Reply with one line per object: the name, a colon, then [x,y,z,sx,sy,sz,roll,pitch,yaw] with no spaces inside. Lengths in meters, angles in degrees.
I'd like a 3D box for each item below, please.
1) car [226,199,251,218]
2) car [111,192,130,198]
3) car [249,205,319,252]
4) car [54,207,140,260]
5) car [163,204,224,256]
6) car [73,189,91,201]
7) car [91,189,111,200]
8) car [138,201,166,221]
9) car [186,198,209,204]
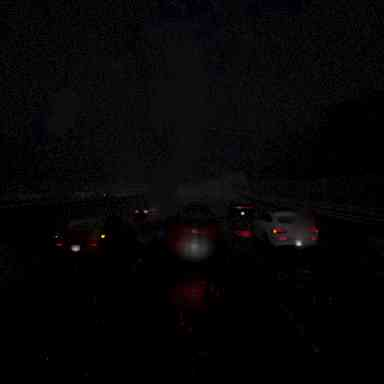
car: [3.941,1.321,27.655,1.837,1.490,4.892,0,1,2]
car: [-12.400,0.687,59.615,1.882,1.535,5.008,0,2,4]
car: [3.668,1.471,13.537,1.812,1.442,4.674,0,1,1]
car: [-3.367,1.479,12.134,1.812,1.442,4.674,0,0,2]
car: [0.150,1.455,12.847,1.837,1.490,4.892,0,1,1]
car: [-19.393,0.425,59.726,2.150,2.045,5.566,0,1,3]
car: [-15.895,0.557,59.739,2.097,1.767,4.553,0,1,4]
car: [-3.138,1.381,25.613,2.033,1.411,5.357,0,1,2]
car: [0.480,1.275,28.930,1.882,1.535,5.008,0,1,2]
